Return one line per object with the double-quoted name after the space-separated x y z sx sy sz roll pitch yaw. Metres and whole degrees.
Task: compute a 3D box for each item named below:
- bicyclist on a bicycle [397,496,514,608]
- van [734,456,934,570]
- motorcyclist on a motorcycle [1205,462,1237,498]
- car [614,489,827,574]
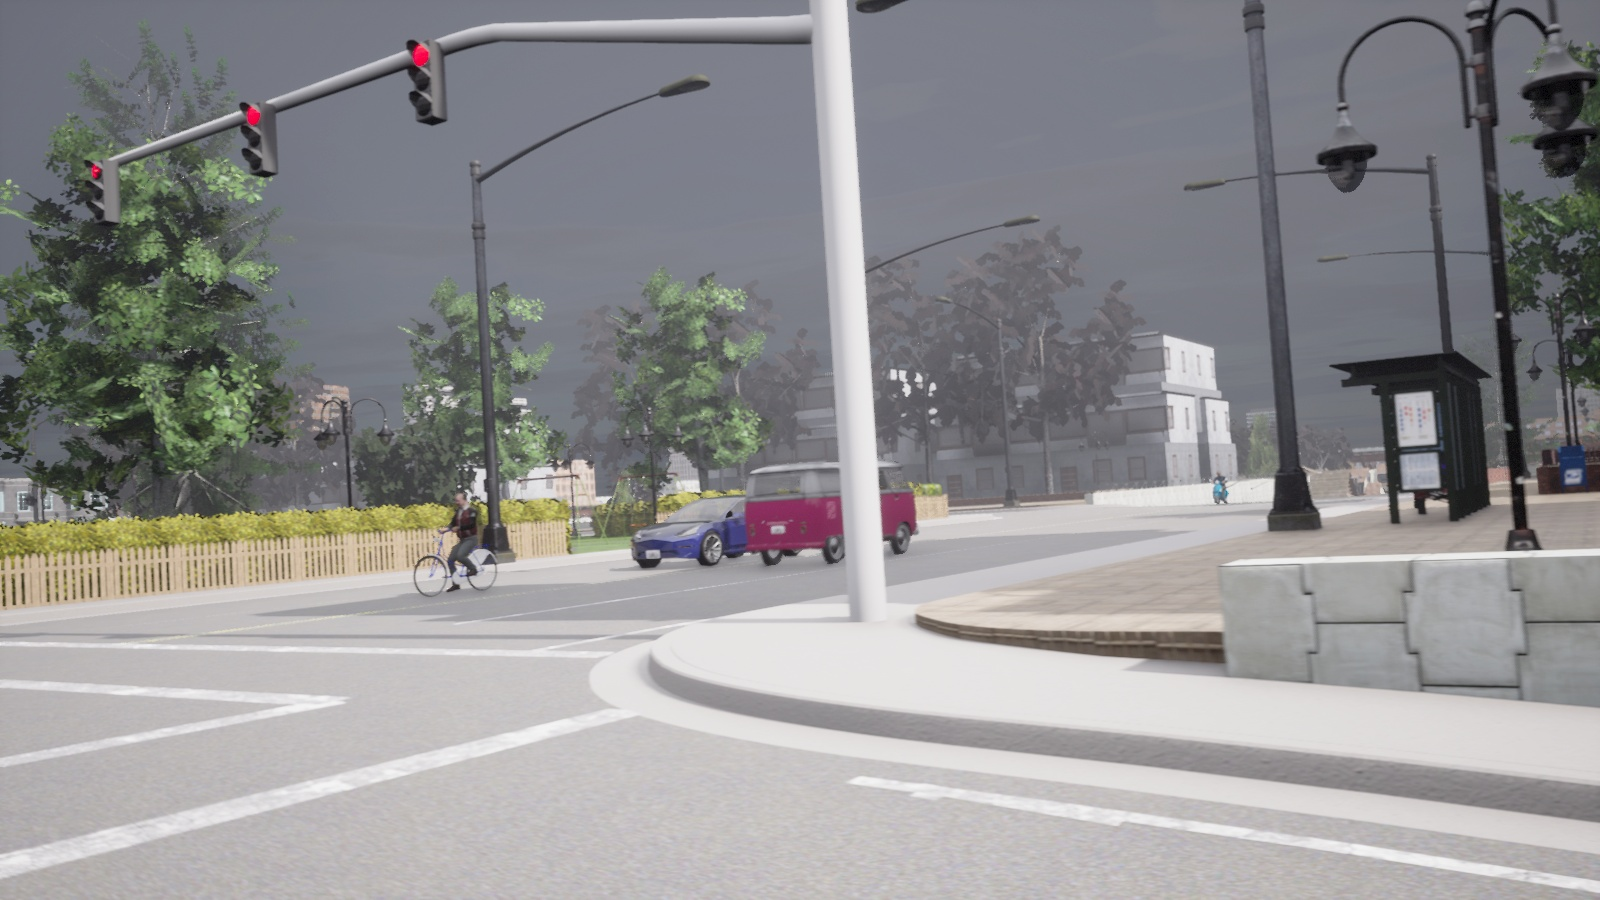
-5.961 1.739 21.822 0.659 1.776 1.843 -6 -3 34 "bicyclist on a bicycle"
0.792 1.220 25.526 1.775 1.987 4.442 -6 -3 34 "van"
20.007 1.423 59.658 0.866 1.590 1.817 -7 -4 34 "motorcyclist on a motorcycle"
-1.661 1.776 28.073 2.163 1.488 4.792 -6 -3 34 "car"
